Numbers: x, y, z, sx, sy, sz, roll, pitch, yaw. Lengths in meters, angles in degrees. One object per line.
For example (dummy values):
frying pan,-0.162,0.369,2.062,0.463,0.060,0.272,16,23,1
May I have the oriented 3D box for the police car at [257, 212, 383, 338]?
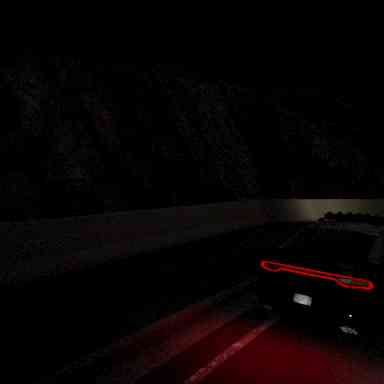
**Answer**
police car,3.231,1.231,6.515,1.930,1.638,5.238,3,3,41
